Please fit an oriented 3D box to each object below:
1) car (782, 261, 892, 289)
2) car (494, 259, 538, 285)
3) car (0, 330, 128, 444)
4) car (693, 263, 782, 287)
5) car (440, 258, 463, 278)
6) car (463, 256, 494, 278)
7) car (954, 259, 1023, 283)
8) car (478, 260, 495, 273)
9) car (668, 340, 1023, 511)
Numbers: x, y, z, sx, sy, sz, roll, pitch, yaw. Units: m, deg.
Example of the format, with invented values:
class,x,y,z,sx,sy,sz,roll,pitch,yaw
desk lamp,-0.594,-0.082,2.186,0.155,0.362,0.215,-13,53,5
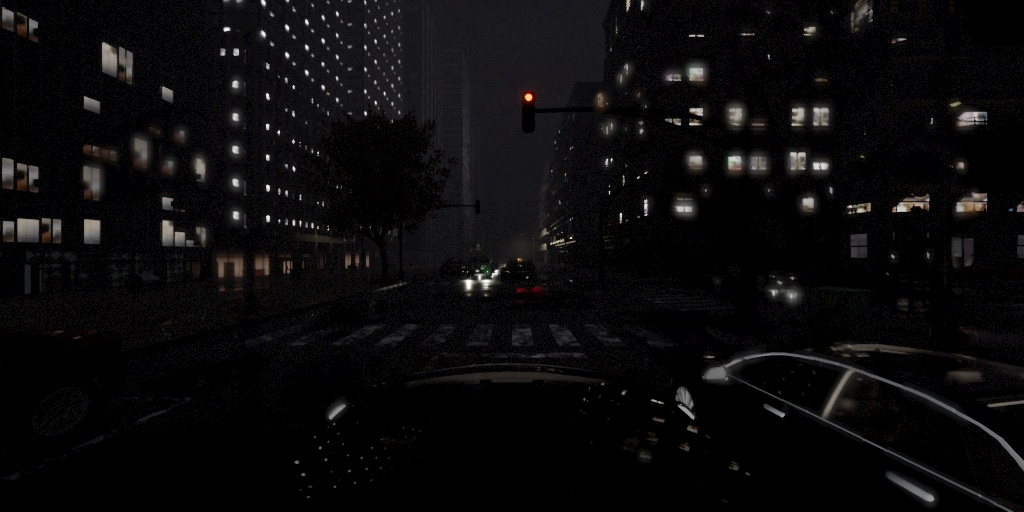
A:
class,x,y,z,sx,sy,sz,roll,pitch,yaw
car,17.191,1.041,19.427,5.357,1.411,2.033,-1,0,-1
car,0.418,1.250,26.617,2.128,1.511,4.902,-1,0,-15
car,-5.691,1.295,2.575,1.888,1.381,4.507,0,0,0
car,13.445,1.095,21.981,4.403,1.370,2.007,0,0,-1
car,-5.674,1.079,34.963,2.192,1.841,5.009,0,0,0
car,-3.083,0.986,34.588,2.150,2.045,5.566,0,0,0
car,30.147,0.859,22.141,4.507,1.381,1.888,0,0,-1
car,-3.078,1.298,44.469,1.812,1.442,4.674,0,0,0
car,2.689,1.300,2.571,2.007,1.370,4.403,0,0,0
